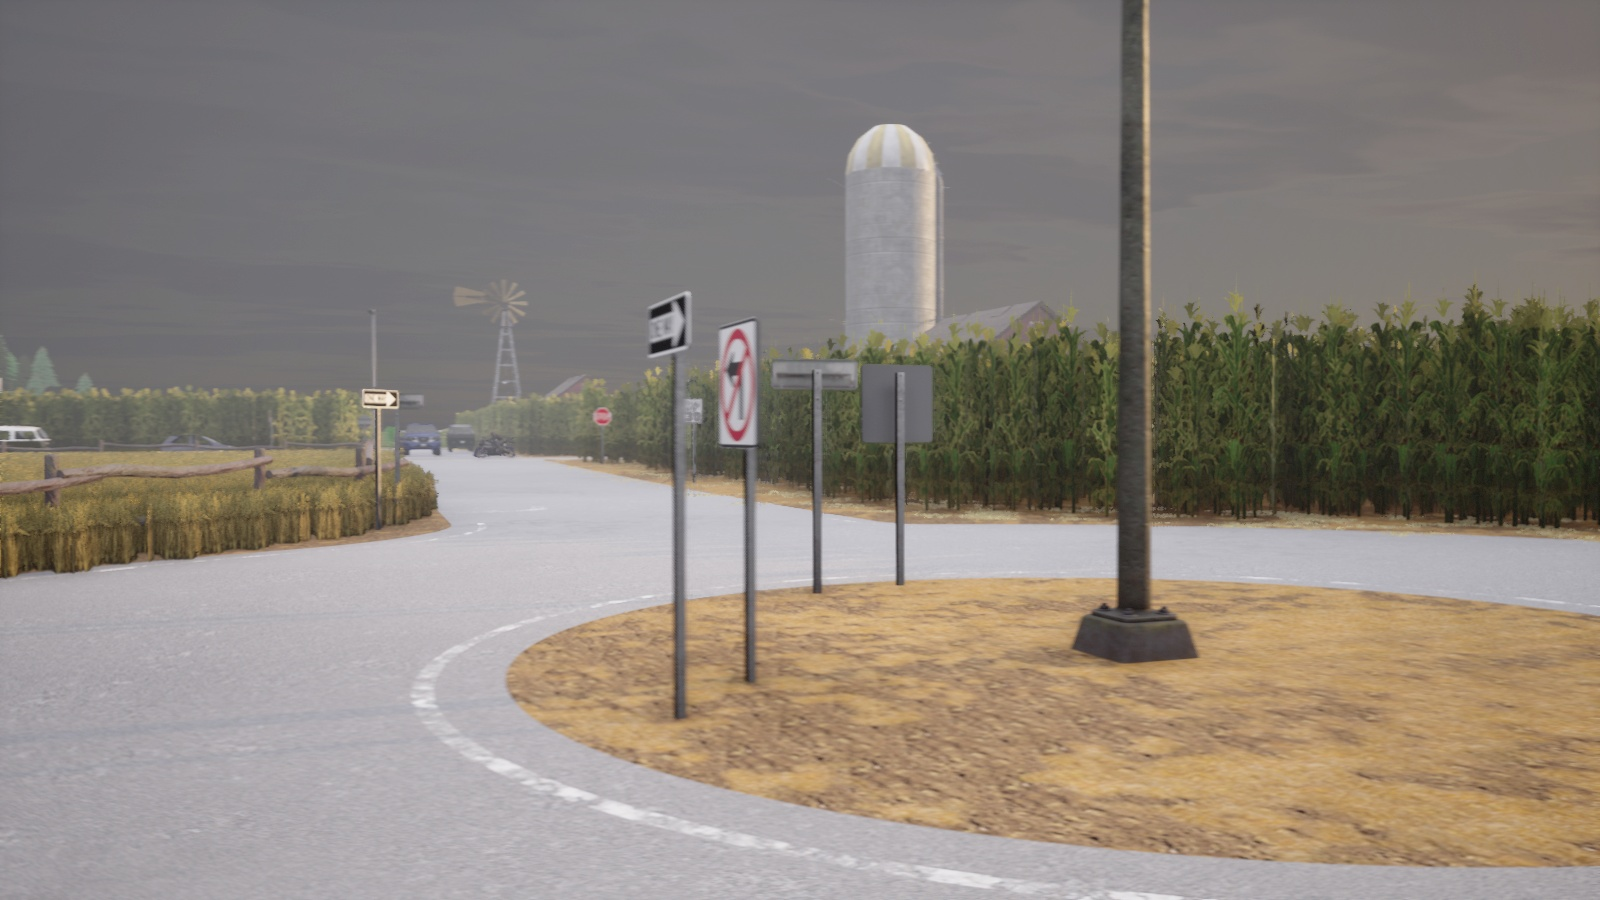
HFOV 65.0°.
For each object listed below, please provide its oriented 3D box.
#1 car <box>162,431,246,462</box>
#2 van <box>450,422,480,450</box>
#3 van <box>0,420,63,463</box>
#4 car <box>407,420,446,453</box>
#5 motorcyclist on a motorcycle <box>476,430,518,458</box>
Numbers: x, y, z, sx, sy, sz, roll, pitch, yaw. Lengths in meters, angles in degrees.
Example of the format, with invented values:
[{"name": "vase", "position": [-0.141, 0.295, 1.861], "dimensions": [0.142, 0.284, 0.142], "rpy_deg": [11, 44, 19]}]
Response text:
[{"name": "car", "position": [-29.713, -0.183, 62.715], "dimensions": [3.633, 1.501, 1.845], "rpy_deg": [0, 1, -19]}, {"name": "van", "position": [-24.177, -1.023, 90.546], "dimensions": [1.775, 1.987, 4.442], "rpy_deg": [0, 1, -19]}, {"name": "van", "position": [-37.905, -0.424, 59.861], "dimensions": [4.480, 2.038, 2.069], "rpy_deg": [0, 1, -19]}, {"name": "car", "position": [-23.837, -0.856, 80.003], "dimensions": [2.150, 2.045, 5.566], "rpy_deg": [0, 1, -19]}, {"name": "motorcyclist on a motorcycle", "position": [-16.983, -0.371, 70.425], "dimensions": [2.191, 1.530, 0.866], "rpy_deg": [-1, 1, -19]}]
